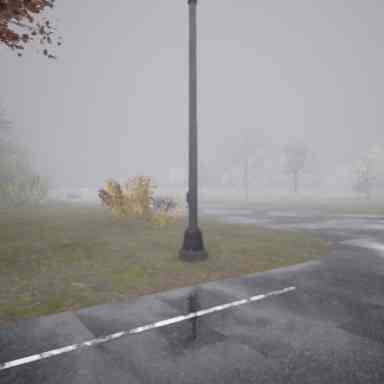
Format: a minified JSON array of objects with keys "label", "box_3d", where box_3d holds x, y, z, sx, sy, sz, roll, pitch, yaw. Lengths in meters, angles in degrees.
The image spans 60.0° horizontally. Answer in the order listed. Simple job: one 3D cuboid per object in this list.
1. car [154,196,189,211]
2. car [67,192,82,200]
[{"label":"car","box_3d":[-2.194,1.113,35.144,1.882,1.535,5.008,-1,1,-35]},{"label":"car","box_3d":[-22.888,0.745,64.578,2.033,1.411,5.357,-1,1,-34]}]
